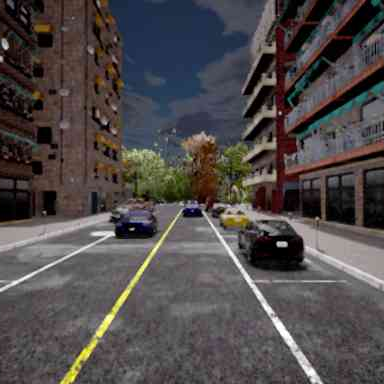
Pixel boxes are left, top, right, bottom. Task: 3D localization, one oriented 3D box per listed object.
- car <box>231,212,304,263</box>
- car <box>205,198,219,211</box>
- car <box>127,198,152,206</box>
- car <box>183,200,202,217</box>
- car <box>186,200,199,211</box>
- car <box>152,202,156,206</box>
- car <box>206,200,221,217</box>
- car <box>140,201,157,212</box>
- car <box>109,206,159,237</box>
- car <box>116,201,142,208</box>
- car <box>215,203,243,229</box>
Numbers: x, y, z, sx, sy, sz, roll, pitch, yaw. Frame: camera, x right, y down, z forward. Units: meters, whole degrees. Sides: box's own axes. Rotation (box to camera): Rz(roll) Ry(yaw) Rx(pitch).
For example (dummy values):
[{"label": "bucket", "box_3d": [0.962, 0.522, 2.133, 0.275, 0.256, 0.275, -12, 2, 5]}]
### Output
[{"label": "car", "box_3d": [2.769, 1.665, 12.308, 1.947, 1.339, 4.313, 1, 0, 0]}, {"label": "car", "box_3d": [2.831, 1.678, 45.075, 2.192, 1.841, 5.009, 1, 0, 0]}, {"label": "car", "box_3d": [-5.814, 1.587, 33.971, 2.192, 1.841, 5.009, 1, 0, 0]}, {"label": "car", "box_3d": [0.084, 1.845, 35.018, 1.994, 1.385, 4.181, 0, 0, 1]}, {"label": "car", "box_3d": [0.109, 1.917, 48.565, 1.812, 1.442, 4.674, 0, 0, 1]}, {"label": "car", "box_3d": [-5.818, 1.883, 39.538, 1.947, 1.339, 4.313, 1, 0, 0]}, {"label": "car", "box_3d": [2.831, 1.823, 33.939, 2.008, 1.369, 4.403, 1, 0, 0]}, {"label": "car", "box_3d": [-5.819, 1.944, 45.106, 1.802, 1.307, 4.206, 1, 0, 0]}, {"label": "car", "box_3d": [-3.037, 1.716, 18.903, 1.994, 1.385, 4.181, 0, -1, 0]}, {"label": "car", "box_3d": [-5.816, 1.778, 28.402, 2.008, 1.369, 4.403, 1, 0, 0]}, {"label": "car", "box_3d": [2.833, 1.710, 22.972, 1.752, 1.417, 4.829, 1, 0, 0]}]
